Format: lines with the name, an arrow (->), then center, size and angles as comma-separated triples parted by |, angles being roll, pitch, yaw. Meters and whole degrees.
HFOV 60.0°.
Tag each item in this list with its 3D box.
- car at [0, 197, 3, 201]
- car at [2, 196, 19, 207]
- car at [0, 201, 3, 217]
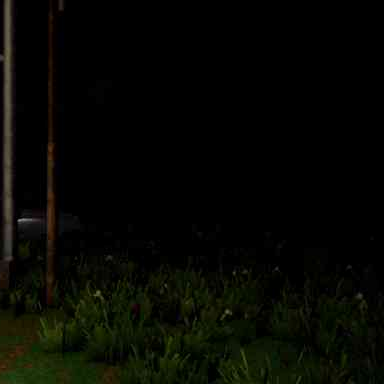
car -> -16.849, 1.478, 29.204 | 1.837, 1.490, 4.892 | 0, 0, -35
car -> -23.443, 1.324, 41.504 | 4.553, 1.767, 2.097 | 0, 0, 42
car -> -12.691, 1.521, 19.883 | 2.033, 1.411, 5.357 | 0, 0, -13
